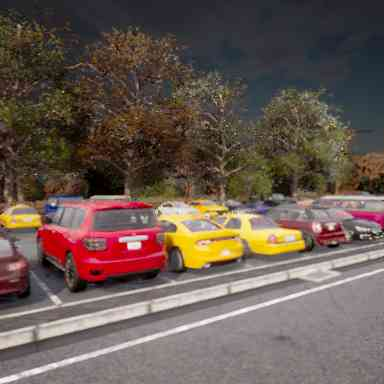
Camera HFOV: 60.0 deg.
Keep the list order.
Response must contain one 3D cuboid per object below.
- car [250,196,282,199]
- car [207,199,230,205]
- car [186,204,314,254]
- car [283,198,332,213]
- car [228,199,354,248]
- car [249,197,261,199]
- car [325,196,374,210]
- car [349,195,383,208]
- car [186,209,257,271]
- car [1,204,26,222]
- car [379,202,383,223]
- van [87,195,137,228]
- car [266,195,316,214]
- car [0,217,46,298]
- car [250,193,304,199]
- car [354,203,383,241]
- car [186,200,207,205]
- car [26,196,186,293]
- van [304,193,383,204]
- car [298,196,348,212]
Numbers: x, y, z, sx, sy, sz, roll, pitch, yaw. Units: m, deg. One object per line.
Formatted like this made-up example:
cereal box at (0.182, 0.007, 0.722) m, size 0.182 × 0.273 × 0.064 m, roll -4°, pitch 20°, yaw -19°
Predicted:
car at (5.600, 1.424, 31.319) m, size 2.163 × 1.488 × 4.792 m, roll 0°, pitch 0°, yaw -35°
car at (1.058, 1.429, 28.098) m, size 2.097 × 1.535 × 5.008 m, roll 0°, pitch 0°, yaw -35°
car at (1.671, 1.478, 12.761) m, size 1.946 × 1.575 × 5.366 m, roll 0°, pitch 0°, yaw -35°
car at (12.452, 1.379, 36.104) m, size 2.002 × 1.452 × 4.674 m, roll 0°, pitch 0°, yaw -35°
car at (3.970, 1.340, 14.112) m, size 2.185 × 1.767 × 4.553 m, roll 0°, pitch 0°, yaw -35°
car at (3.336, 1.413, 29.701) m, size 2.231 × 1.521 × 4.892 m, roll 0°, pitch 0°, yaw -35°
car at (19.284, 1.279, 40.909) m, size 2.097 × 1.535 × 5.008 m, roll -1°, pitch 0°, yaw -35°
car at (23.841, 1.240, 44.114) m, size 2.231 × 1.521 × 4.892 m, roll -1°, pitch 0°, yaw -35°
car at (-0.496, 1.497, 11.004) m, size 2.097 × 1.535 × 5.008 m, roll 0°, pitch 0°, yaw -35°
car at (-10.437, 1.507, 20.238) m, size 1.946 × 1.575 × 5.366 m, roll 0°, pitch 0°, yaw -35°
car at (15.439, 1.420, 22.215) m, size 2.002 × 1.452 × 4.674 m, roll 0°, pitch 0°, yaw -35°
van at (-5.708, 1.252, 23.193) m, size 1.878 × 1.987 × 4.442 m, roll 0°, pitch 0°, yaw -35°
car at (10.192, 1.232, 34.473) m, size 2.185 × 1.767 × 4.553 m, roll 0°, pitch 0°, yaw -35°
car at (-5.052, 1.569, 7.806) m, size 2.002 × 1.452 × 4.674 m, roll 0°, pitch 0°, yaw -35°
car at (7.912, 1.126, 32.874) m, size 2.435 × 2.045 × 5.566 m, roll 0°, pitch 0°, yaw -35°
car at (6.328, 1.450, 15.815) m, size 2.231 × 1.521 × 4.892 m, roll 0°, pitch 0°, yaw -35°
car at (-1.219, 1.486, 26.494) m, size 2.002 × 1.452 × 4.674 m, roll 0°, pitch 0°, yaw -35°
car at (-2.794, 1.262, 9.431) m, size 2.435 × 2.045 × 5.566 m, roll 0°, pitch 0°, yaw -35°
van at (8.541, 1.206, 17.506) m, size 1.878 × 1.987 × 4.442 m, roll 0°, pitch 0°, yaw -35°
car at (14.734, 1.320, 37.698) m, size 2.097 × 1.535 × 5.008 m, roll 0°, pitch 0°, yaw -35°
